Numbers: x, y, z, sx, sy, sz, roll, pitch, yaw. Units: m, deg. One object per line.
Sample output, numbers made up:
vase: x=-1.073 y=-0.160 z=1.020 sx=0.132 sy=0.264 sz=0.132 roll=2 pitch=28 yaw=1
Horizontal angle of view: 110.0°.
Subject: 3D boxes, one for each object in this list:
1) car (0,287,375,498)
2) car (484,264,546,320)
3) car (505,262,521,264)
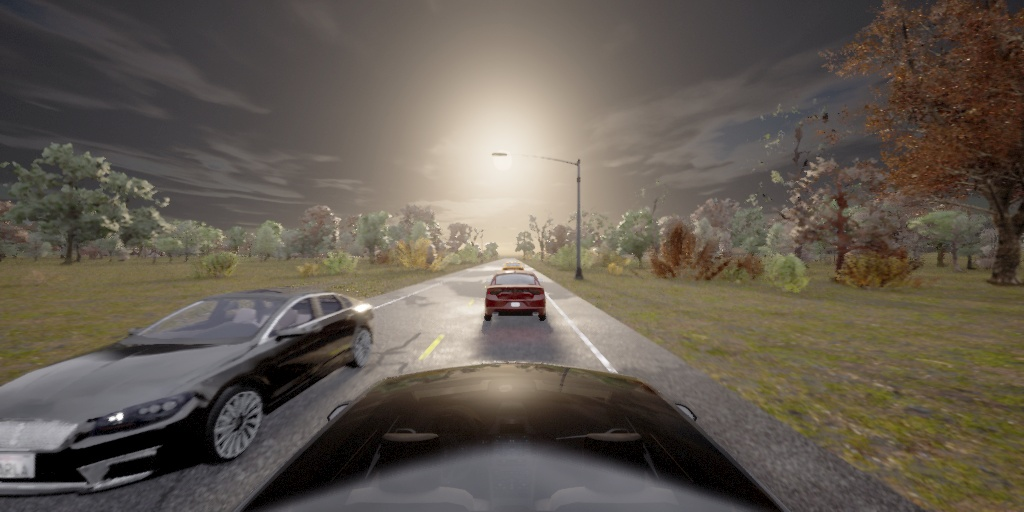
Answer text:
car: x=-3.561 y=1.244 z=5.007 sx=2.128 sy=1.511 sz=4.902 roll=0 pitch=0 yaw=0
car: x=0.101 y=1.229 z=12.678 sx=1.882 sy=1.535 sz=5.008 roll=0 pitch=0 yaw=0
car: x=0.102 y=1.232 z=31.071 sx=1.882 sy=1.535 sz=5.008 roll=0 pitch=0 yaw=0
